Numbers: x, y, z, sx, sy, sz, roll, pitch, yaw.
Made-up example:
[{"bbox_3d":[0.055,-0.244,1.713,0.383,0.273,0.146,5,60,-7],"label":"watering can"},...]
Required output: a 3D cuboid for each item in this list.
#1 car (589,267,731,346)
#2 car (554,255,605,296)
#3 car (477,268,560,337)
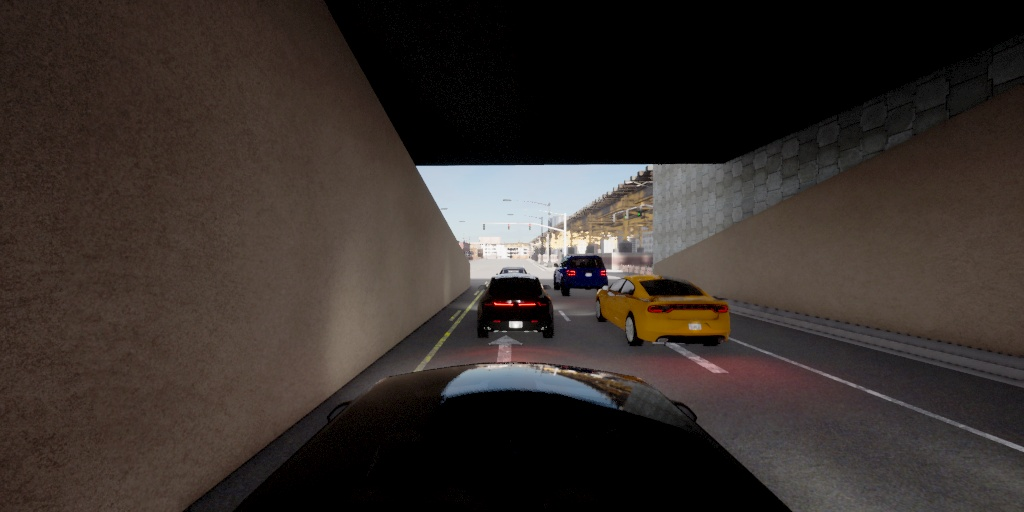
[{"bbox_3d":[3.578,1.228,9.478,1.882,1.535,5.008,0,0,0],"label":"car"},{"bbox_3d":[3.578,0.971,19.448,2.150,2.045,5.566,0,0,0],"label":"car"},{"bbox_3d":[0.081,1.255,10.279,1.837,1.490,4.892,0,0,0],"label":"car"}]
